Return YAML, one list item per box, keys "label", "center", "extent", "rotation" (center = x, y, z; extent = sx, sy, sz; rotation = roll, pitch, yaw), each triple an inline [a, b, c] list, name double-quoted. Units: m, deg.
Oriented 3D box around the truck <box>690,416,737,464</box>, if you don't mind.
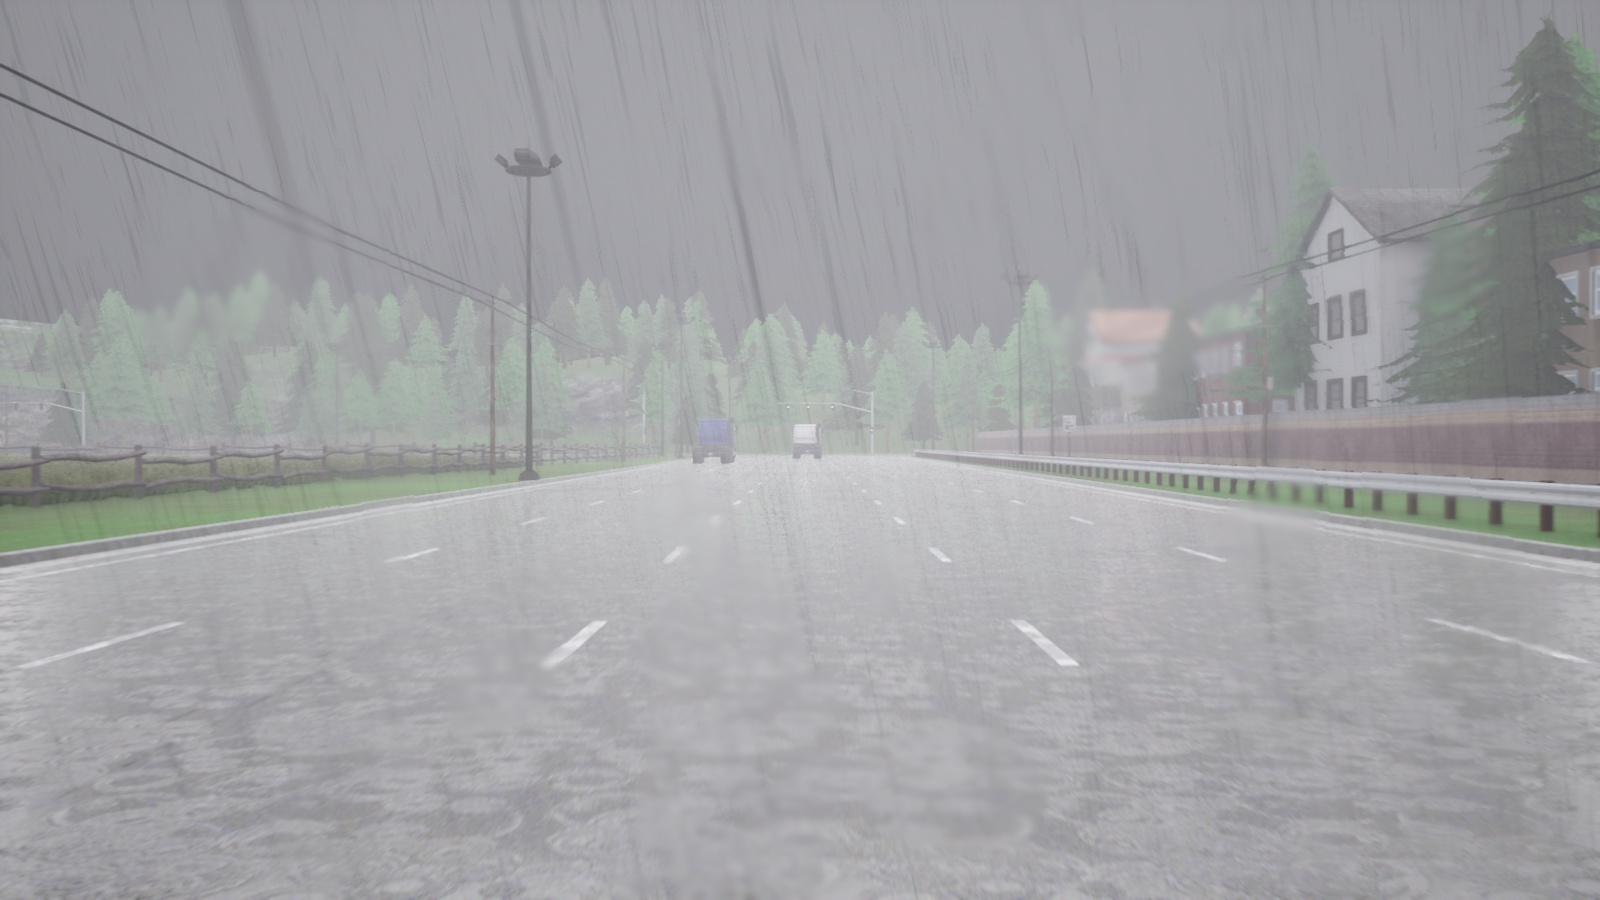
- label: "truck"
  center: [-6.450, -0.772, 94.552]
  extent: [2.891, 3.462, 7.936]
  rotation: [0, 0, 0]
